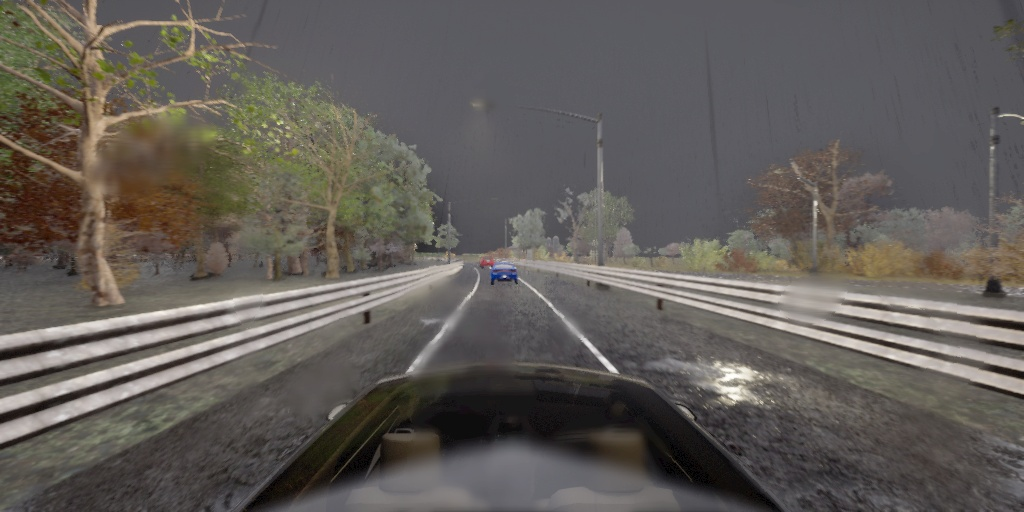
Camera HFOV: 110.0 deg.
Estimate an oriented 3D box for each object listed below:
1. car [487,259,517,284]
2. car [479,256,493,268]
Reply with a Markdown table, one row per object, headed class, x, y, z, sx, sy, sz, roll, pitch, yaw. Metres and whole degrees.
| class | x | y | z | sx | sy | sz | roll | pitch | yaw |
| --- | --- | --- | --- | --- | --- | --- | --- | --- | --- |
| car | -0.686 | 1.234 | 26.935 | 1.882 | 1.535 | 5.008 | 0 | 0 | -4 |
| car | -4.158 | 0.949 | 58.698 | 2.150 | 2.045 | 5.566 | 0 | 0 | -9 |
